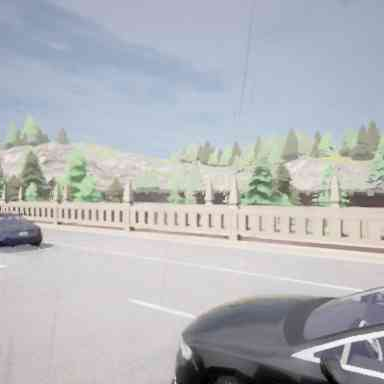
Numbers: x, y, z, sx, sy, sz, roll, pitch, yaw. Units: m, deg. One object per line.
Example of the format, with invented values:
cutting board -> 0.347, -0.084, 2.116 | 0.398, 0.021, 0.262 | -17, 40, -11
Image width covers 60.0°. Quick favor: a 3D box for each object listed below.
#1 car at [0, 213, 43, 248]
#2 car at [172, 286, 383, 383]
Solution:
car -> -8.187, 1.587, 14.017 | 4.181, 1.385, 1.994 | 0, 0, 34
car -> 2.055, 1.491, 2.527 | 4.902, 1.511, 2.128 | 0, 0, 36
